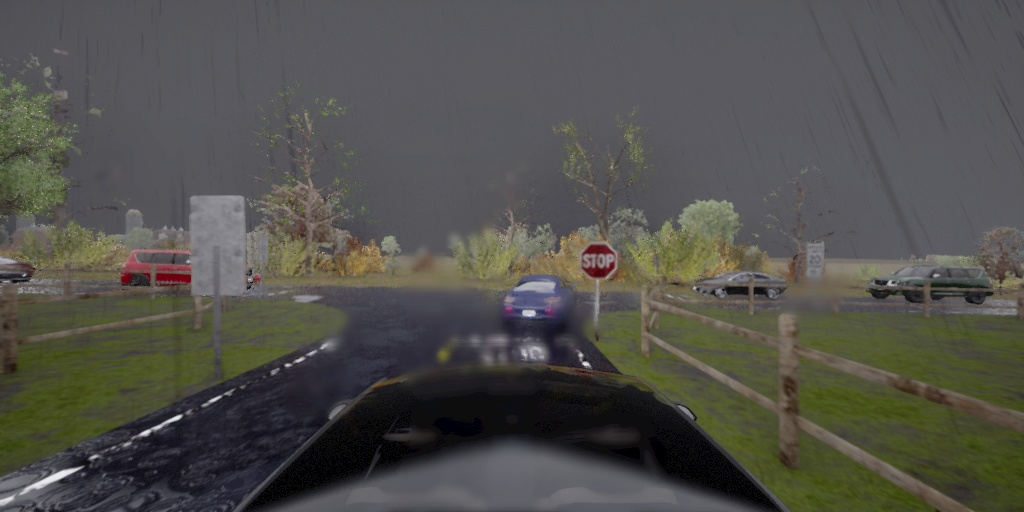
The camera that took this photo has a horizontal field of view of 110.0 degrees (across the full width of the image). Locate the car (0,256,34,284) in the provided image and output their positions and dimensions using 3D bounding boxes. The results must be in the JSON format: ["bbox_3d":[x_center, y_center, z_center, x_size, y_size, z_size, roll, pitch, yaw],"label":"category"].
[{"bbox_3d":[-27.127,0.810,17.409,5.357,1.411,2.033,1,1,0],"label":"car"}]

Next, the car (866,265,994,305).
[{"bbox_3d":[23.525,1.548,20.304,5.566,2.045,2.150,1,1,0],"label":"car"}]

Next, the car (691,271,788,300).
[{"bbox_3d":[12.799,1.589,20.314,4.902,1.511,2.128,1,1,0],"label":"car"}]

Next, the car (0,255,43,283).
[{"bbox_3d":[-30.174,0.696,20.363,4.674,1.442,1.812,1,1,0],"label":"car"}]

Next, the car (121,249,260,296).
[{"bbox_3d":[-15.430,0.739,17.364,5.566,2.045,2.150,1,1,1],"label":"car"}]

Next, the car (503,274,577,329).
[{"bbox_3d":[1.003,1.310,11.462,1.812,1.442,4.674,0,0,14],"label":"car"}]
